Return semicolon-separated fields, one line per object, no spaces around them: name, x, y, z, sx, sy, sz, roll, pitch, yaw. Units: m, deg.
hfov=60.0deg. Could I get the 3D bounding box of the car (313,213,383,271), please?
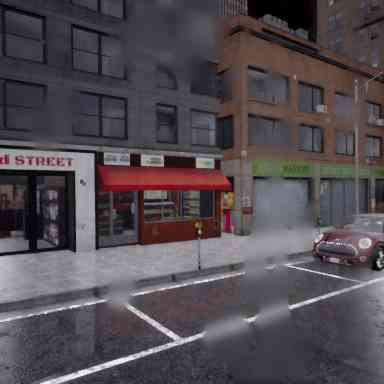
car;5.728;1.439;10.757;4.097;1.590;1.967;0;-1;-36
